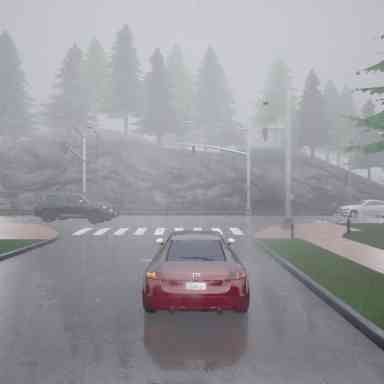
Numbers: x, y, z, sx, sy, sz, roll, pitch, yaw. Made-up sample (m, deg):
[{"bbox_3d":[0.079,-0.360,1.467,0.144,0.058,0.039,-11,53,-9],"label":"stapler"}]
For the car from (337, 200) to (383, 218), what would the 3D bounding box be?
[{"bbox_3d":[14.374,1.363,27.170,4.674,1.442,1.812,0,0,0],"label":"car"}]

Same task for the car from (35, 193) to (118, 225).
[{"bbox_3d":[-7.960,1.084,23.016,5.566,2.045,2.150,1,0,7],"label":"car"}]

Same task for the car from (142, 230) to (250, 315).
[{"bbox_3d":[0.084,1.564,7.648,1.994,1.385,4.181,0,0,0],"label":"car"}]
